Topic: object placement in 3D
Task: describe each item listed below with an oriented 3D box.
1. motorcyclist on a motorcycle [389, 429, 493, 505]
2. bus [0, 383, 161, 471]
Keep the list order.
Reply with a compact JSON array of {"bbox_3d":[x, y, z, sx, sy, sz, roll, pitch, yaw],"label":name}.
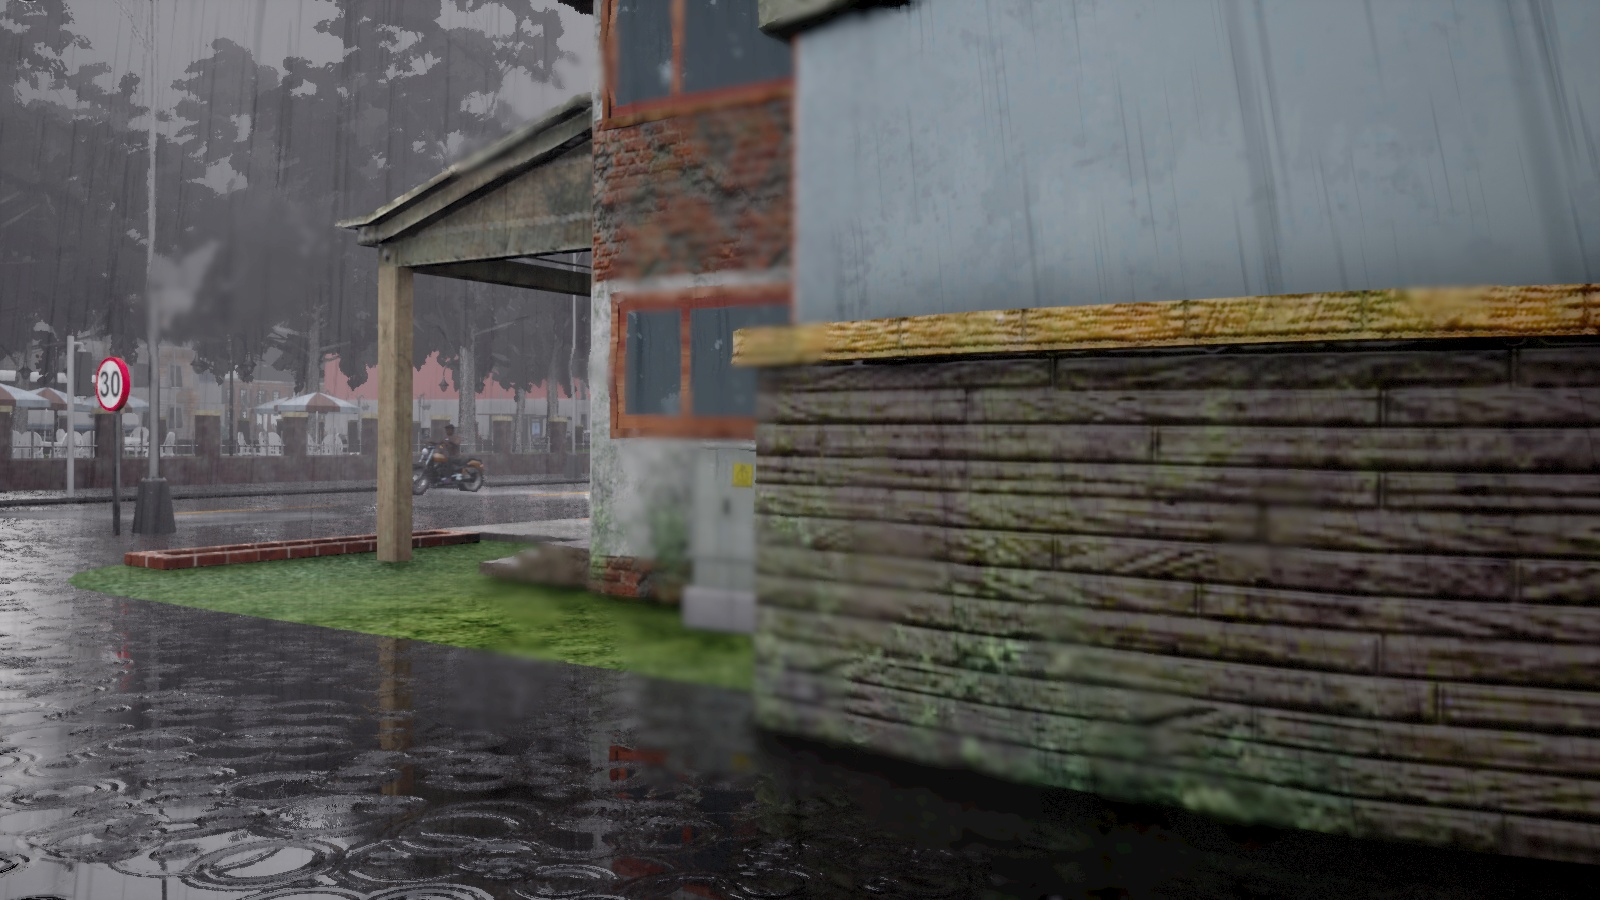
[{"bbox_3d":[-8.205,0.363,28.804,0.766,1.649,2.350,0,1,32],"label":"motorcyclist on a motorcycle"},{"bbox_3d":[-38.921,-1.172,64.376,3.944,4.253,10.273,0,1,33],"label":"bus"}]
